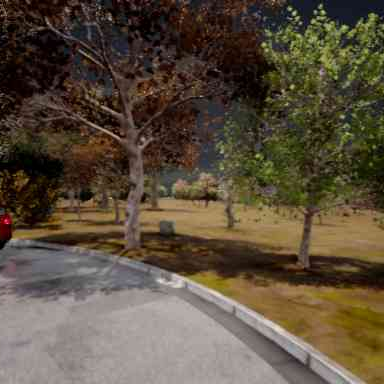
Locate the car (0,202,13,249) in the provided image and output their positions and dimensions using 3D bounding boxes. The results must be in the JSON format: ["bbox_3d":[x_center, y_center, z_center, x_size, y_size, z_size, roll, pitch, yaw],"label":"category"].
[{"bbox_3d":[-9.761,1.357,13.658,5.566,2.045,2.150,-1,0,30],"label":"car"}]
